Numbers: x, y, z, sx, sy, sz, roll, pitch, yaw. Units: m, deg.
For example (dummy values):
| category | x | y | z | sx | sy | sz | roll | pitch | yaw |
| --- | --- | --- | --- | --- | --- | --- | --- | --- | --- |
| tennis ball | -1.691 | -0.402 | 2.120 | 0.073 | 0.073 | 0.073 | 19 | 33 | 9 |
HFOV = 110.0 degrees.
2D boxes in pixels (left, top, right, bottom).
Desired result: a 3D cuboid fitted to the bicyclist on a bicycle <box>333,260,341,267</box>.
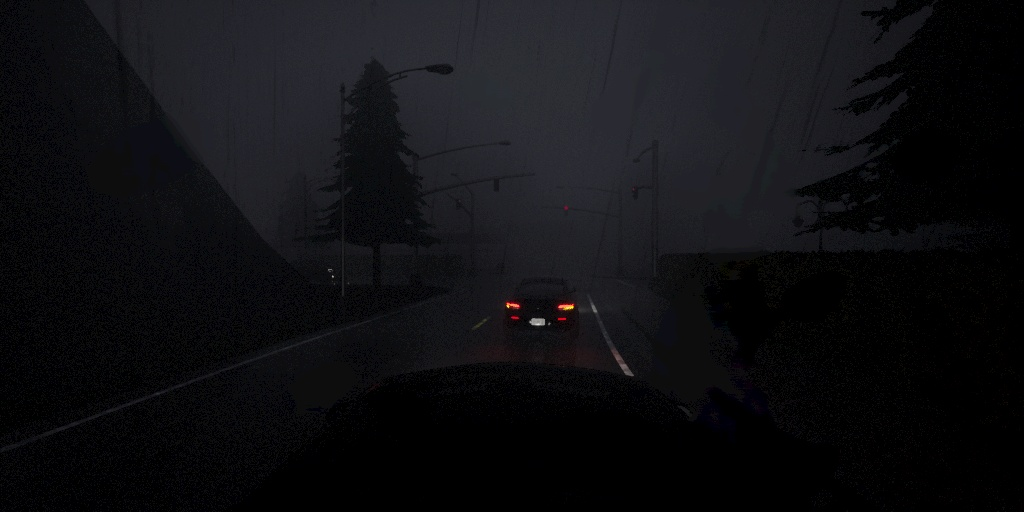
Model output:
| category | x | y | z | sx | sy | sz | roll | pitch | yaw |
| --- | --- | --- | --- | --- | --- | --- | --- | --- | --- |
| bicyclist on a bicycle | -17.340 | 1.203 | 35.410 | 0.582 | 1.620 | 1.656 | 0 | 0 | 8 |

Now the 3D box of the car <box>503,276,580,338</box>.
| category | x | y | z | sx | sy | sz | roll | pitch | yaw |
| --- | --- | --- | --- | --- | --- | --- | --- | --- | --- |
| car | 0.927 | 1.276 | 10.119 | 1.812 | 1.442 | 4.674 | 0 | 0 | 9 |

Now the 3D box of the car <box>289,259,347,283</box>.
| category | x | y | z | sx | sy | sz | roll | pitch | yaw |
| --- | --- | --- | --- | --- | --- | --- | --- | --- | --- |
| car | -15.324 | 1.102 | 27.986 | 4.553 | 1.767 | 2.097 | 0 | 0 | 9 |
